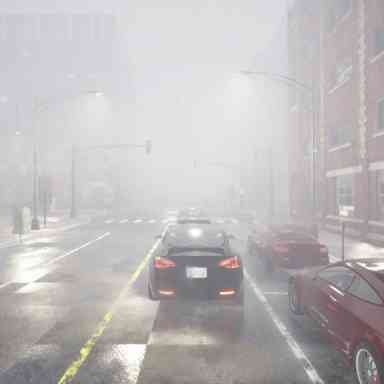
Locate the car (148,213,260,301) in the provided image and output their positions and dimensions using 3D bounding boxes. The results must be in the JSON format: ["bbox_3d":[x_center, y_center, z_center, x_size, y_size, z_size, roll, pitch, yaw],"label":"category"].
[{"bbox_3d":[0.086,1.506,8.376,2.163,1.488,4.792,0,0,0],"label":"car"}]

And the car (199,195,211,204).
[{"bbox_3d":[2.604,1.544,59.757,1.752,1.417,4.829,1,0,0],"label":"car"}]

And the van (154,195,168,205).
[{"bbox_3d":[-5.773,1.359,59.612,1.690,1.788,3.998,1,0,0],"label":"van"}]

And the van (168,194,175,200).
[{"bbox_3d":[-5.829,1.376,93.526,1.690,1.788,3.998,1,0,0],"label":"van"}]

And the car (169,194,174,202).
[{"bbox_3d":[-5.805,1.607,76.568,1.802,1.307,4.206,1,0,0],"label":"car"}]

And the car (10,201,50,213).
[{"bbox_3d":[-18.774,1.730,38.681,4.313,1.339,1.947,0,-1,0],"label":"car"}]

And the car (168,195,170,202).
[{"bbox_3d":[-5.786,1.602,65.264,1.802,1.307,4.206,1,0,0],"label":"car"}]

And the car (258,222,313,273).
[{"bbox_3d":[2.820,1.585,10.333,1.802,1.307,4.206,1,0,0],"label":"car"}]

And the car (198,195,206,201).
[{"bbox_3d":[2.557,1.597,87.848,1.947,1.339,4.313,1,0,0],"label":"car"}]

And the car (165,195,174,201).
[{"bbox_3d":[-5.822,1.582,87.873,2.008,1.369,4.403,1,0,0],"label":"car"}]

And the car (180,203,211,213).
[{"bbox_3d":[0.072,1.552,17.648,2.033,1.411,5.357,0,0,-1],"label":"car"}]

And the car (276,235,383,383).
[{"bbox_3d":[2.660,1.583,4.677,1.802,1.307,4.206,1,0,0],"label":"car"}]
